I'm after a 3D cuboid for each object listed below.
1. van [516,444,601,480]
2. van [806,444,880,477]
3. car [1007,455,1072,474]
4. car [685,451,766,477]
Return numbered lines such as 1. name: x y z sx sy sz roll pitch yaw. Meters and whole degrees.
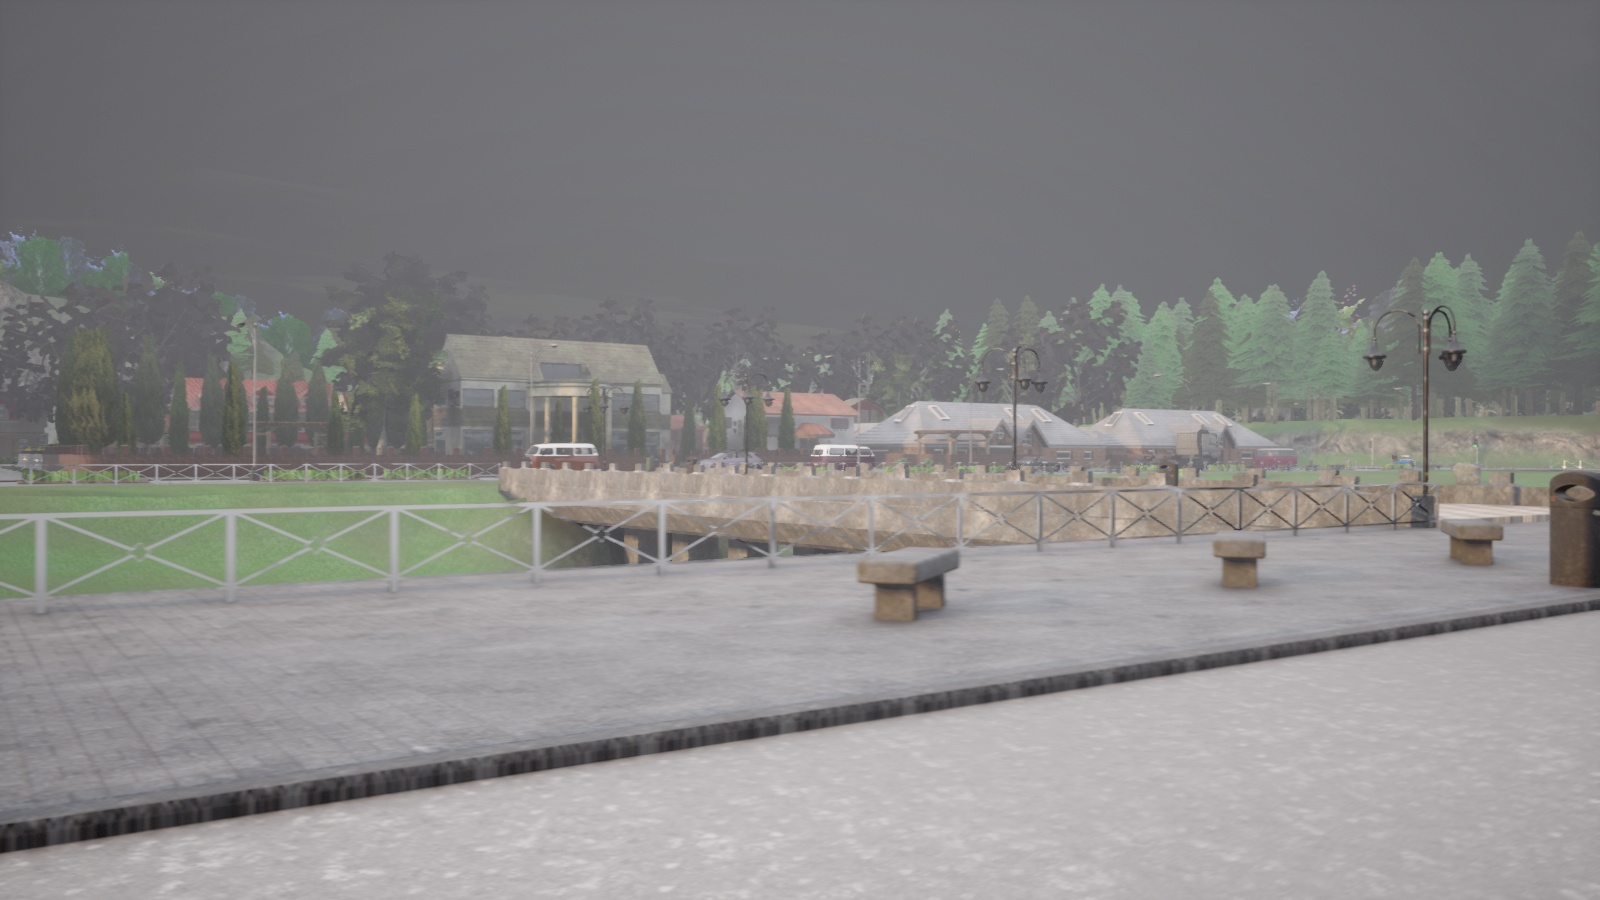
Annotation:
1. van: -14.297 0.681 74.345 4.480 2.038 2.069 0 0 -35
2. van: 2.804 0.662 81.370 4.480 2.038 2.069 0 0 -35
3. car: 17.497 1.033 91.590 4.718 1.301 1.895 0 0 -35
4. car: -4.801 0.884 80.951 4.856 1.649 2.033 0 0 -35
